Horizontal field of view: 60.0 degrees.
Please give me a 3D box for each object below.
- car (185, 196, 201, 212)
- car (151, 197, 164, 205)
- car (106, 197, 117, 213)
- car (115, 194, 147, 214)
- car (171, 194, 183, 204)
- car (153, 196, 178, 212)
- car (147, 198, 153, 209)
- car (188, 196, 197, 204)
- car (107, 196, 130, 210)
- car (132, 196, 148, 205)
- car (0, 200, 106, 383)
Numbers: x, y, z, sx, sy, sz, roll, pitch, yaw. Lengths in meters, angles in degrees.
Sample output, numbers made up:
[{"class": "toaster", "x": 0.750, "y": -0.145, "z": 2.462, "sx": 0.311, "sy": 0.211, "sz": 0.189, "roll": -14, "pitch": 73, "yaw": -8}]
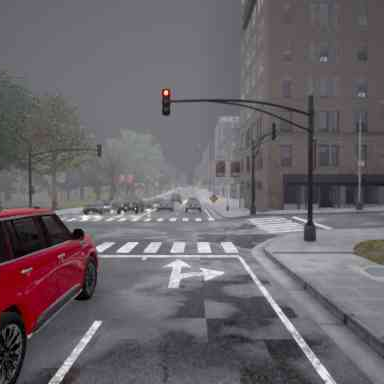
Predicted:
[{"class": "car", "x": 0.158, "y": 1.583, "z": 40.033, "sx": 2.033, "sy": 1.411, "sz": 5.357, "roll": 0, "pitch": 0, "yaw": 0}, {"class": "car", "x": -6.460, "y": 1.662, "z": 62.280, "sx": 1.994, "sy": 1.385, "sz": 4.181, "roll": 0, "pitch": 0, "yaw": 1}, {"class": "car", "x": -9.800, "y": 1.572, "z": 34.943, "sx": 2.033, "sy": 1.411, "sz": 5.357, "roll": 0, "pitch": 0, "yaw": 0}, {"class": "car", "x": -6.548, "y": 1.249, "z": 35.828, "sx": 2.150, "sy": 2.045, "sz": 5.566, "roll": 0, "pitch": 0, "yaw": 0}, {"class": "car", "x": -3.096, "y": 1.328, "z": 65.594, "sx": 2.150, "sy": 2.045, "sz": 5.566, "roll": 0, "pitch": 0, "yaw": 1}, {"class": "car", "x": -3.093, "y": 1.583, "z": 39.824, "sx": 2.033, "sy": 1.411, "sz": 5.357, "roll": 0, "pitch": 0, "yaw": 0}, {"class": "car", "x": -6.530, "y": 1.578, "z": 46.525, "sx": 1.812, "sy": 1.442, "sz": 4.674, "roll": 0, "pitch": 0, "yaw": 0}, {"class": "car", "x": 0.168, "y": 1.614, "z": 67.210, "sx": 1.837, "sy": 1.490, "sz": 4.892, "roll": 0, "pitch": 0, "yaw": 0}, {"class": "car", "x": -9.781, "y": 1.400, "z": 44.743, "sx": 2.097, "sy": 1.767, "sz": 4.553, "roll": 0, "pitch": 0, "yaw": 0}, {"class": "car", "x": -9.710, "y": 1.589, "z": 62.222, "sx": 2.128, "sy": 1.511, "sz": 4.902, "roll": 0, "pitch": 0, "yaw": 1}, {"class": "car", "x": -3.119, "y": 1.220, "z": 5.166, "sx": 2.150, "sy": 2.045, "sz": 5.566, "roll": 0, "pitch": 0, "yaw": -2}]
